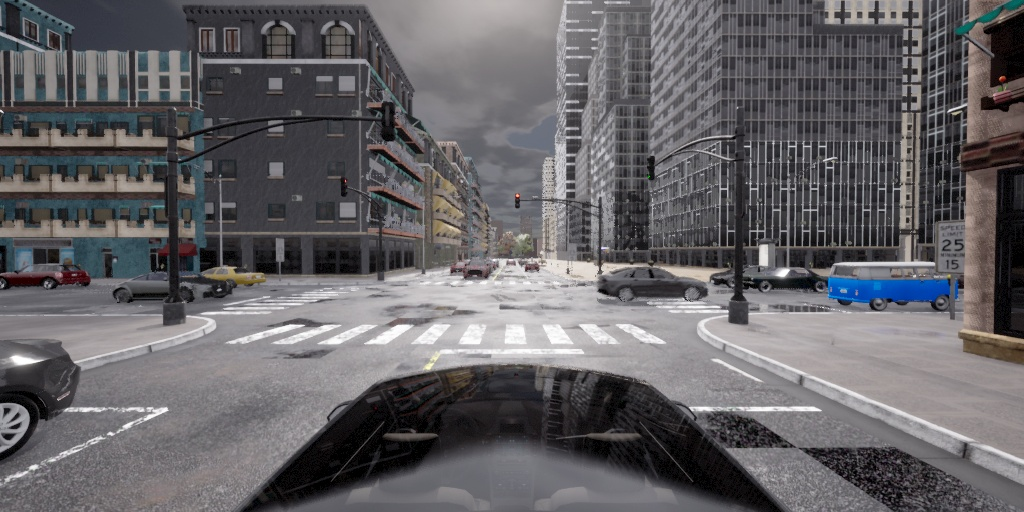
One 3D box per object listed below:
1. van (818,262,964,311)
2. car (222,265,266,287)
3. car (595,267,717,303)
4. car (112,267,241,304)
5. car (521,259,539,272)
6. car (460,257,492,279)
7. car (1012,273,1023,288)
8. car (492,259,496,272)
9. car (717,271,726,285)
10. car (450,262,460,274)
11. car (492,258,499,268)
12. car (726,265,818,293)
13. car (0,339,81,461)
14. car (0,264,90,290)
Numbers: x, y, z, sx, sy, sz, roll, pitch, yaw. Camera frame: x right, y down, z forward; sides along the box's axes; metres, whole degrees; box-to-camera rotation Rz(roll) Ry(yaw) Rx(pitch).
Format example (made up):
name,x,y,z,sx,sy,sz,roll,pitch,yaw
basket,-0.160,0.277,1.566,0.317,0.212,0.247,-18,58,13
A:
name,x,y,z,sx,sy,sz,roll,pitch,yaw
van,14.656,1.117,13.864,3.998,1.789,1.690,0,0,0
car,-17.939,1.247,22.096,4.829,1.417,1.751,0,0,0
car,6.314,1.258,16.405,4.892,1.490,1.837,0,1,0
car,-15.317,1.366,16.307,4.181,1.385,1.994,0,1,0
car,2.530,1.289,45.945,1.888,1.381,4.507,0,0,0
car,-3.163,1.097,32.497,2.097,1.767,4.553,0,0,-1
car,24.593,1.217,19.687,5.357,1.411,2.033,0,1,0
car,-3.211,1.345,41.527,1.895,1.301,4.718,0,0,0
car,14.619,1.215,22.244,4.313,1.339,1.948,0,0,0
car,-5.801,1.289,40.215,1.888,1.381,4.507,0,0,0
car,-3.237,1.346,51.590,1.895,1.301,4.718,0,0,0
car,14.805,1.289,19.646,4.718,1.301,1.895,0,1,0
car,-5.690,1.300,2.149,2.007,1.370,4.403,0,0,0
car,-28.837,1.190,22.046,4.097,1.591,1.967,0,0,0
